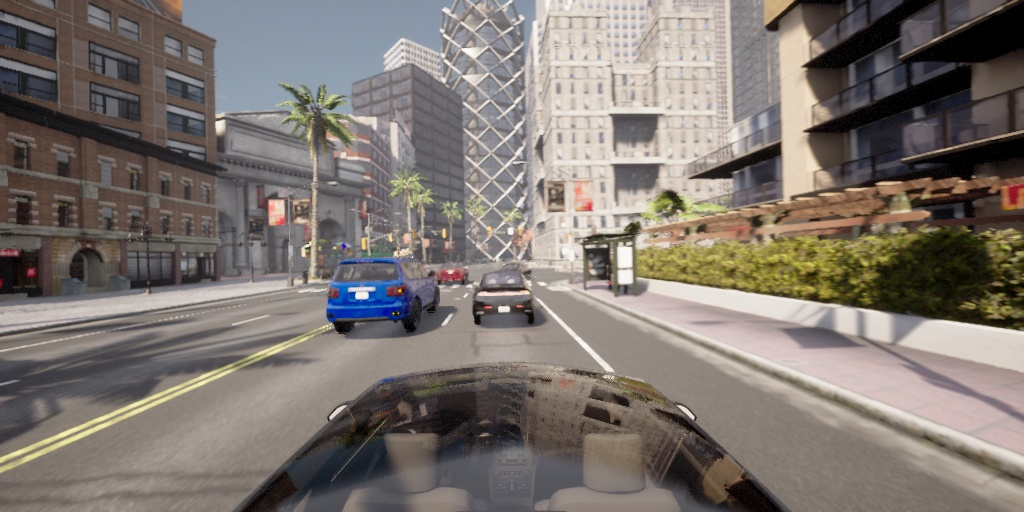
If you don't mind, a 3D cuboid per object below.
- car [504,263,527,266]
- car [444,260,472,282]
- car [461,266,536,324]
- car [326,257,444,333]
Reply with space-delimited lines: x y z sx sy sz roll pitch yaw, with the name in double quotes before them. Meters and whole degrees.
"car" 0.389 1.288 28.881 1.837 1.490 4.892 -3 0 17
"car" -4.593 1.255 28.449 2.097 1.767 4.553 -1 0 -2
"car" -0.310 1.261 12.120 2.128 1.511 4.902 -1 -1 -2
"car" -3.793 1.079 11.492 2.150 2.045 5.566 -1 0 -2
